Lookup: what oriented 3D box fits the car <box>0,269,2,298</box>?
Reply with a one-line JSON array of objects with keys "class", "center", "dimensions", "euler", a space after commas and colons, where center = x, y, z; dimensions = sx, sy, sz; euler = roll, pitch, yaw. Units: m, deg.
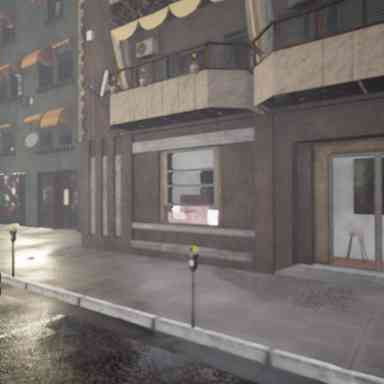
[{"class": "car", "center": [-5.579, 1.602, 6.845], "dimensions": [4.403, 1.369, 2.008], "euler": [0, 0, 35]}]
